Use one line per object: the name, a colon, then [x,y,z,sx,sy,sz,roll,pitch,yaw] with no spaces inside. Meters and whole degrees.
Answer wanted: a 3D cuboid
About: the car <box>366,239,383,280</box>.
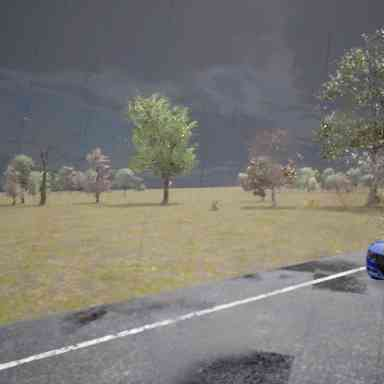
car: [6.485,1.437,8.711,5.008,1.535,1.882,0,0,-36]
